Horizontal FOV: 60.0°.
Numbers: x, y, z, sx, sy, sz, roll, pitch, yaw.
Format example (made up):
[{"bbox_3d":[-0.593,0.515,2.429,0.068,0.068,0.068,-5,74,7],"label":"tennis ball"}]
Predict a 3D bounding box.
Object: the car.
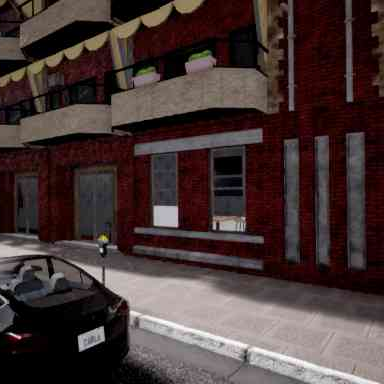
[{"bbox_3d":[-2.739,1.567,4.681,4.313,1.339,1.947,0,-1,35],"label":"car"}]
